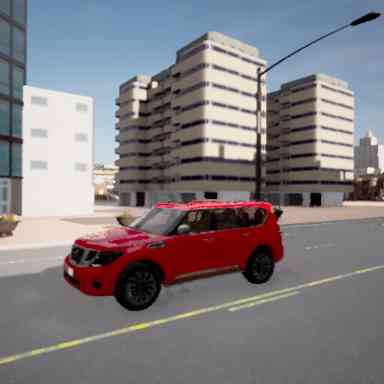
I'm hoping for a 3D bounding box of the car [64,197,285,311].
[{"bbox_3d":[-0.132,1.241,8.168,5.566,2.045,2.150,0,0,-35],"label":"car"}]
